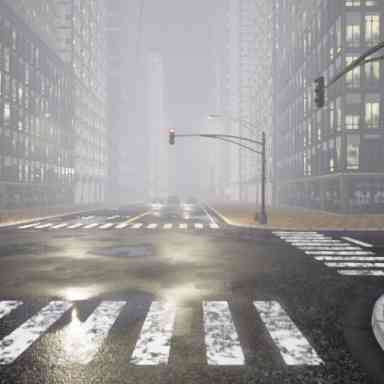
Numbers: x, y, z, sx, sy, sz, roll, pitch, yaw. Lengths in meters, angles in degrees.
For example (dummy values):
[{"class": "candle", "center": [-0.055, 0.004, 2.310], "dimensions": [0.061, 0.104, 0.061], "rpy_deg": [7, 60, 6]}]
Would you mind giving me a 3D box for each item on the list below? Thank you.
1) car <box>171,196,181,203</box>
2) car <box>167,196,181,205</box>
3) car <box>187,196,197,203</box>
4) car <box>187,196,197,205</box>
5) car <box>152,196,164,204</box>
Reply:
[{"class": "car", "center": [-3.290, 1.562, 70.210], "dimensions": [1.895, 1.301, 4.718], "rpy_deg": [0, 0, 0]}, {"class": "car", "center": [-3.284, 1.450, 60.149], "dimensions": [2.097, 1.767, 4.553], "rpy_deg": [0, 0, 0]}, {"class": "car", "center": [-0.039, 1.537, 70.598], "dimensions": [1.994, 1.385, 4.181], "rpy_deg": [0, 0, 0]}, {"class": "car", "center": [-0.034, 1.700, 60.626], "dimensions": [1.895, 1.301, 4.718], "rpy_deg": [0, 0, 0]}, {"class": "car", "center": [-6.536, 1.604, 64.345], "dimensions": [2.128, 1.511, 4.902], "rpy_deg": [0, 0, 0]}]
